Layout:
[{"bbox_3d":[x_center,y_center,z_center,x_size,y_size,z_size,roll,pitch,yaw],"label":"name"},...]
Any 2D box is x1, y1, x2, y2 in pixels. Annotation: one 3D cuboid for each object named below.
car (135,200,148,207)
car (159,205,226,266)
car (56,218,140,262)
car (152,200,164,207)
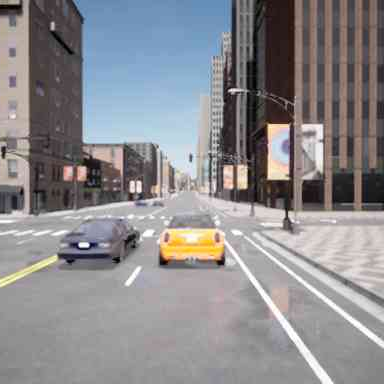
[{"bbox_3d":[-9.772,2.251,64.297,1.895,1.301,4.718,0,-1,0],"label":"car"},{"bbox_3d":[0.008,1.470,12.220,2.097,1.767,4.553,0,0,0],"label":"car"},{"bbox_3d":[-3.245,1.668,12.507,2.033,1.411,5.357,0,-1,0],"label":"car"},{"bbox_3d":[-6.532,2.214,64.405,1.994,1.385,4.181,0,-1,1],"label":"car"}]
